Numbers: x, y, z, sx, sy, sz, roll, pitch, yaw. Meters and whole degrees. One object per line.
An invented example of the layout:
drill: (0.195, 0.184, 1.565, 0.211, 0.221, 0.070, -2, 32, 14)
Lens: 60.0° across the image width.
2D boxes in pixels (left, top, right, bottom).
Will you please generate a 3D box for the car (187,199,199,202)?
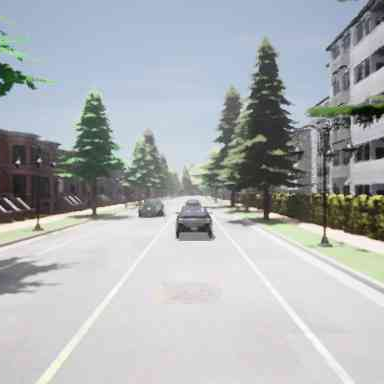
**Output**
car: (0.093, 1.529, 37.584, 1.812, 1.442, 4.674, 0, 0, 0)

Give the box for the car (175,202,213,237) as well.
car: (0.099, 1.493, 17.931, 2.128, 1.511, 4.902, 0, 0, 0)

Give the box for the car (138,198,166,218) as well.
car: (-3.595, 1.355, 30.238, 2.097, 1.767, 4.553, 0, 0, 0)
